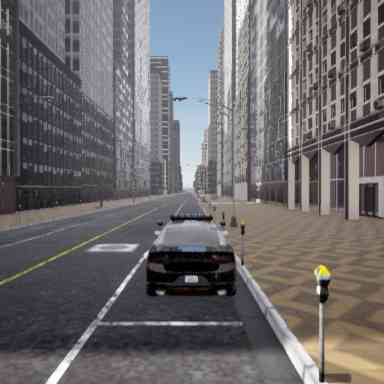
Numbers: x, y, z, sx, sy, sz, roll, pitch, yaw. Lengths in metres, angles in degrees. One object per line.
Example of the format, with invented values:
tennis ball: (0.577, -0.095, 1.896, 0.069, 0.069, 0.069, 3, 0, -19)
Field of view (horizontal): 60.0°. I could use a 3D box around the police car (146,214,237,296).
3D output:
police car: (-0.012, 1.413, 8.762, 1.930, 1.638, 5.238, 0, 0, 0)
